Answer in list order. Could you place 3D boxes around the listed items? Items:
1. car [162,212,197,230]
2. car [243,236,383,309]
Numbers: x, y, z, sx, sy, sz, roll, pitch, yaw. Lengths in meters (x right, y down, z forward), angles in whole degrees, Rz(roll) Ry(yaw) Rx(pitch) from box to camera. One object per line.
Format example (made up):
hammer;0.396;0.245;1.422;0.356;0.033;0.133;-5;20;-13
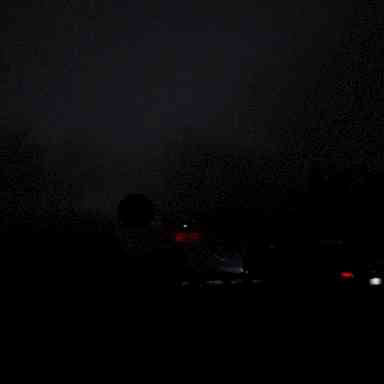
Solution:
car;-1.142;2.262;26.788;1.895;1.301;4.718;1;-2;-16
car;3.020;1.822;8.601;1.994;1.385;4.181;0;-1;-20
